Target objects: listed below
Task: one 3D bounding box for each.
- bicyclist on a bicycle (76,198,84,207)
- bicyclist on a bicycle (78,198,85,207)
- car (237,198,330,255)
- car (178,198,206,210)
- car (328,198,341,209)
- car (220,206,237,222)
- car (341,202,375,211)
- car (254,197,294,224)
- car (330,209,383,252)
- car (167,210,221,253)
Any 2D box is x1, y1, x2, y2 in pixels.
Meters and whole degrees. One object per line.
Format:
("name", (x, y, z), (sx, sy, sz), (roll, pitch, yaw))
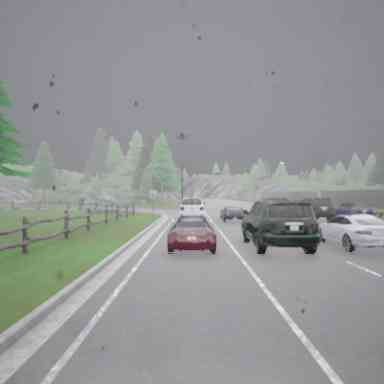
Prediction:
("bicyclist on a bicycle", (-20.280, 1.881, 60.271), (0.582, 1.620, 1.656), (0, 0, 7))
("bicyclist on a bicycle", (-19.793, 1.880, 60.206), (0.582, 1.620, 1.656), (0, 0, 8))
("car", (3.500, 1.353, 14.058), (2.150, 2.045, 5.566), (0, 0, 0))
("car", (-0.003, 1.497, 29.050), (2.150, 2.045, 5.566), (0, 0, 0))
("car", (10.499, 1.497, 29.058), (2.150, 2.045, 5.566), (0, 0, 0))
("car", (3.500, 1.882, 29.139), (1.895, 1.301, 4.718), (0, -1, 0))
("car", (14.001, 1.631, 29.118), (2.097, 1.767, 4.553), (0, -1, 0))
("car", (6.999, 1.497, 29.060), (2.150, 2.045, 5.566), (0, 0, 0))
("car", (7.004, 1.665, 14.404), (1.812, 1.442, 4.674), (0, 0, 0))
("car", (0.003, 1.703, 14.320), (1.994, 1.385, 4.181), (0, -1, 0))
